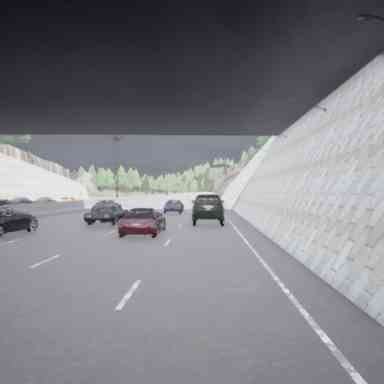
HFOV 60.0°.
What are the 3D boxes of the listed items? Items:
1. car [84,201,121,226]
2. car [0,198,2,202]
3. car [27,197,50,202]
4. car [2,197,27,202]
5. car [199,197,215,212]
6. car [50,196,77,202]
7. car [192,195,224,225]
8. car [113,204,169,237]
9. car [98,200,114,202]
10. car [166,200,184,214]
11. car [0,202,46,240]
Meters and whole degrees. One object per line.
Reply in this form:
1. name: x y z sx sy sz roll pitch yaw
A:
1. car: -5.878 1.577 23.344 1.895 1.301 4.718 0 0 2
2. car: -29.416 1.547 50.700 1.895 1.301 4.718 0 0 3
3. car: -22.424 1.474 50.387 1.812 1.442 4.674 0 0 3
4. car: -25.944 1.473 50.043 1.812 1.442 4.674 0 0 3
5. car: 1.786 1.439 39.866 1.882 1.535 5.008 0 0 2
6. car: -18.934 1.426 50.087 1.882 1.535 5.008 0 0 3
7. car: 1.162 1.198 24.200 2.150 2.045 5.566 0 0 2
8. car: -2.592 1.546 17.970 1.994 1.385 4.181 0 0 2
9. car: -8.915 1.512 35.002 2.033 1.411 5.357 0 0 2
10. car: -1.899 1.512 35.268 2.033 1.411 5.357 0 0 2
11. car: -9.648 1.474 16.732 2.128 1.511 4.902 0 0 2
